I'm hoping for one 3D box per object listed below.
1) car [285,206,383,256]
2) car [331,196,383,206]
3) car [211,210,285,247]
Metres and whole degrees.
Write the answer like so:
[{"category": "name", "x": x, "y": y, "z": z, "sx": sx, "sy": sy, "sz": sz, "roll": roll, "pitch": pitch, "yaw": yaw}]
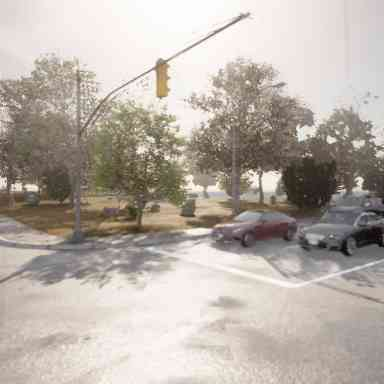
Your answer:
[{"category": "car", "x": 6.202, "y": 1.511, "z": 13.300, "sx": 4.902, "sy": 1.511, "sz": 2.128, "roll": 0, "pitch": 0, "yaw": -39}, {"category": "car", "x": 10.453, "y": 1.253, "z": 21.301, "sx": 5.566, "sy": 2.045, "sz": 2.150, "roll": 0, "pitch": 0, "yaw": -39}, {"category": "car", "x": 2.996, "y": 1.551, "z": 15.226, "sx": 4.674, "sy": 1.442, "sz": 1.812, "roll": 0, "pitch": 0, "yaw": -39}]
